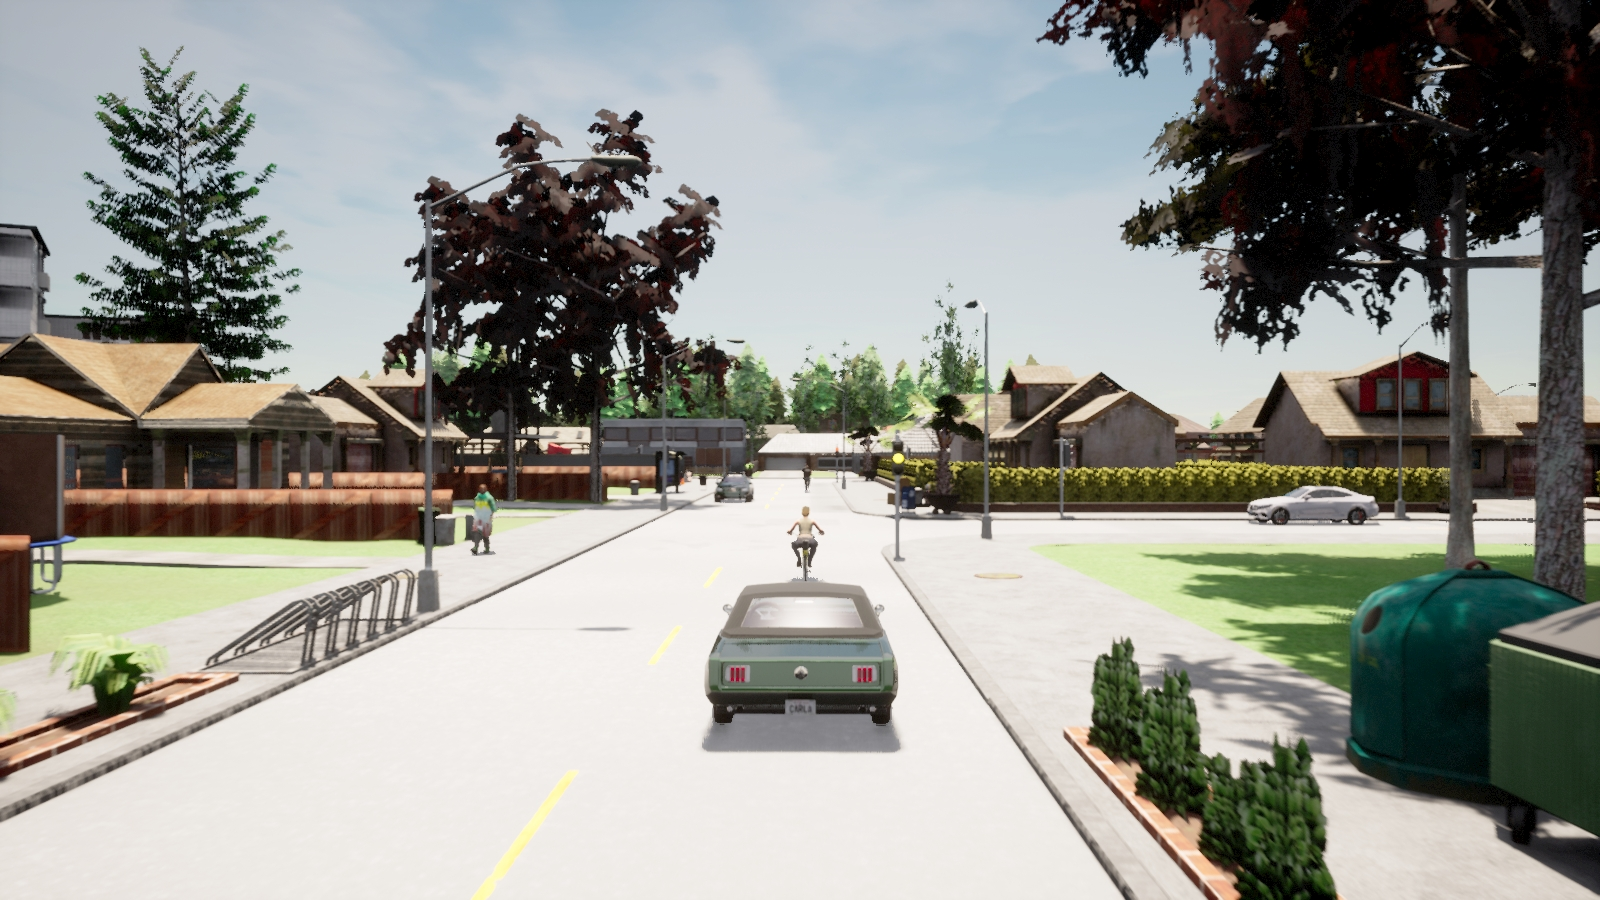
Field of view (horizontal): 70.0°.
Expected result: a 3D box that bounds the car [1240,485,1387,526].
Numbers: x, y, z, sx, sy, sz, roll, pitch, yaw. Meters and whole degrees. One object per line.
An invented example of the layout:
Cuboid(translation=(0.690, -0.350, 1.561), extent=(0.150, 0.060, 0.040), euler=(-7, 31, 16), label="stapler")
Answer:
Cuboid(translation=(19.407, 2.089, 43.303), extent=(4.674, 1.442, 2.002), euler=(0, 0, 0), label="car")

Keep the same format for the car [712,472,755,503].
Cuboid(translation=(-3.588, 2.048, 62.771), extent=(2.038, 1.542, 4.974), euler=(0, 0, 1), label="car")

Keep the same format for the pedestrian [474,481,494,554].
Cuboid(translation=(-8.188, 1.748, 29.578), extent=(0.375, 1.860, 0.375), euler=(0, 0, 8), label="pedestrian")

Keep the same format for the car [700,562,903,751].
Cuboid(translation=(0.037, 2.157, 13.029), extent=(1.895, 1.301, 4.718), euler=(0, 0, 1), label="car")
